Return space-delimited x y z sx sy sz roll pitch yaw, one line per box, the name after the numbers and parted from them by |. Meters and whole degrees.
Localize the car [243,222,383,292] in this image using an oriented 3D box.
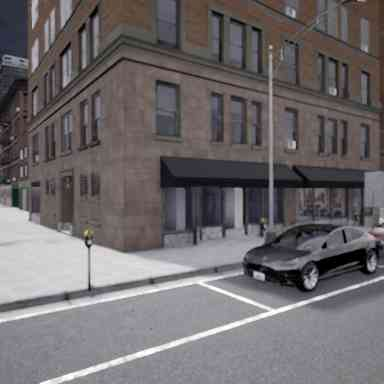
3.313 1.550 8.898 4.313 1.339 1.947 0 0 -36 | car
